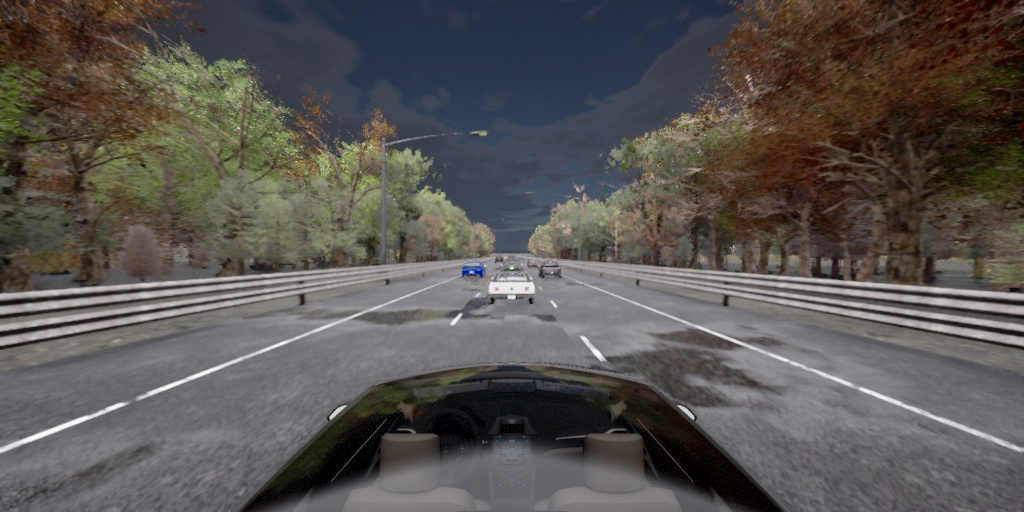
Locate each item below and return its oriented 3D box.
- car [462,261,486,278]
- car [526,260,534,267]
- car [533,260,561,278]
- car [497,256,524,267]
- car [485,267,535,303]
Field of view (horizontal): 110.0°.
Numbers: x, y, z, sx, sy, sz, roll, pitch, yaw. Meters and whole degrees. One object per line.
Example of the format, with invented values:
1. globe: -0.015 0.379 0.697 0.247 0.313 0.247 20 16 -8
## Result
1. car: -3.519 1.245 33.714 1.882 1.535 5.008 0 0 0
2. car: 3.465 1.316 60.758 2.033 1.411 5.357 0 0 0
3. car: 3.481 1.259 33.705 2.128 1.511 4.902 0 0 0
4. car: -0.020 1.119 33.592 2.097 1.767 4.553 0 0 0
5. car: -0.009 1.361 16.593 1.895 1.301 4.718 0 0 0
